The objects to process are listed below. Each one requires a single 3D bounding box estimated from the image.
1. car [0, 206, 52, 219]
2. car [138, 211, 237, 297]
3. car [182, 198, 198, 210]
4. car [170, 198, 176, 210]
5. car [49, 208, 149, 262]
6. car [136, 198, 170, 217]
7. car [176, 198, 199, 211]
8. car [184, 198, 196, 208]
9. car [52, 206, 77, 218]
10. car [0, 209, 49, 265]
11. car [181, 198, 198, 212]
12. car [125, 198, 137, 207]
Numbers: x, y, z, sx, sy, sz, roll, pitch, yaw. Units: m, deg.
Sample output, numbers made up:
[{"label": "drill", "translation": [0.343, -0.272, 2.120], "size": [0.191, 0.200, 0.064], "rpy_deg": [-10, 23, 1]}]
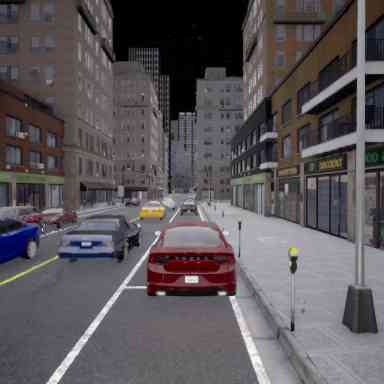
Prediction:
[{"label": "car", "translation": [-8.823, 1.435, 16.181], "size": [1.967, 1.590, 4.097], "rpy_deg": [-1, 0, 0]}, {"label": "car", "translation": [-0.006, 1.475, 8.652], "size": [1.882, 1.535, 5.008], "rpy_deg": [0, 0, 0]}, {"label": "car", "translation": [-0.277, 1.543, 44.111], "size": [1.947, 1.339, 4.313], "rpy_deg": [-1, 0, 0]}, {"label": "car", "translation": [-3.049, 1.504, 42.603], "size": [1.812, 1.442, 4.674], "rpy_deg": [0, 0, 0]}, {"label": "car", "translation": [-3.045, 1.544, 12.098], "size": [2.033, 1.411, 5.357], "rpy_deg": [0, 0, 0]}, {"label": "car", "translation": [-3.146, 1.445, 27.745], "size": [1.801, 1.575, 5.366], "rpy_deg": [0, 0, 0]}, {"label": "car", "translation": [-0.280, 1.537, 32.939], "size": [2.008, 1.369, 4.403], "rpy_deg": [-1, 0, 0]}, {"label": "car", "translation": [-0.276, 1.554, 49.696], "size": [1.802, 1.307, 4.206], "rpy_deg": [-1, 0, 0]}, {"label": "car", "translation": [-8.822, 1.575, 21.767], "size": [1.802, 1.307, 4.206], "rpy_deg": [-1, 0, 0]}, {"label": "car", "translation": [-6.246, 1.475, 9.602], "size": [1.882, 1.535, 5.008], "rpy_deg": [0, 0, 0]}, {"label": "car", "translation": [-0.279, 1.507, 38.694], "size": [1.752, 1.417, 4.829], "rpy_deg": [-1, 0, 0]}, {"label": "car", "translation": [-8.821, 1.516, 49.695], "size": [1.887, 1.381, 4.507], "rpy_deg": [-1, 0, 0]}]
